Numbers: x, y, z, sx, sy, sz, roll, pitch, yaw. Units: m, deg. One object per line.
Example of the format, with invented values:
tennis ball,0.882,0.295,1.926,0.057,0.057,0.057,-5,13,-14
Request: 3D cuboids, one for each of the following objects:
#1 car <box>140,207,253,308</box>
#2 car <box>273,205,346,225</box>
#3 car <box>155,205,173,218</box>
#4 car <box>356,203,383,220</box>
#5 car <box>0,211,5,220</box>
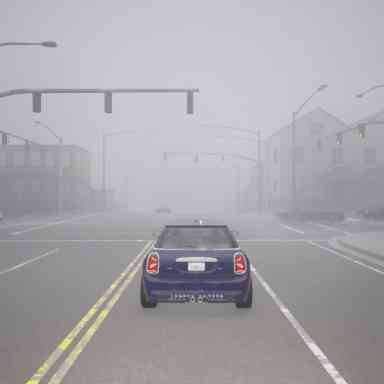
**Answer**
car,0.094,1.352,8.068,2.097,1.767,4.553,0,0,0
car,8.362,1.605,23.852,4.718,1.301,1.895,0,0,-1
car,-3.551,2.570,42.552,1.895,1.301,4.718,0,-8,0
car,16.633,1.547,27.651,5.357,1.411,2.033,0,0,-1
car,-15.991,1.668,23.549,4.902,1.511,2.128,-4,0,0
